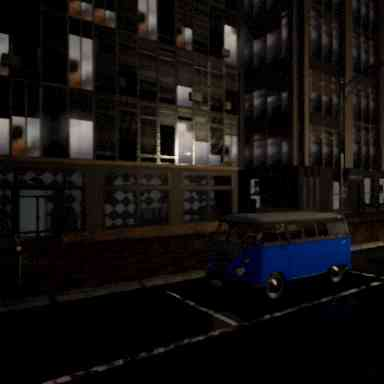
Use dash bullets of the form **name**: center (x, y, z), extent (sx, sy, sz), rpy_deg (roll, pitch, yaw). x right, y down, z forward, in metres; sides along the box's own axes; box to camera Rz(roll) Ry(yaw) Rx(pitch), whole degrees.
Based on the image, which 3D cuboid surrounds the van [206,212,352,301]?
- **van**: center (2.220, 1.397, 8.162), extent (3.998, 1.788, 1.690), rpy_deg (1, -1, -35)
